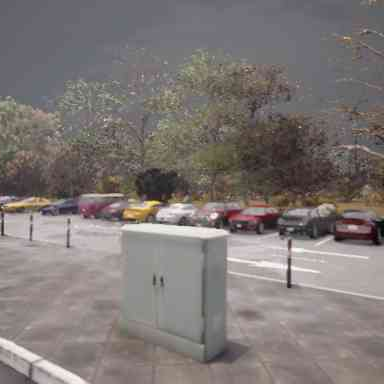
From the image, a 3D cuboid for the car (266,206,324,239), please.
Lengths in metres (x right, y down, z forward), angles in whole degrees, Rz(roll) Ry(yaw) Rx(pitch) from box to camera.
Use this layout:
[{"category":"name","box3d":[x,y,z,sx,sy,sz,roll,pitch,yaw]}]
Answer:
[{"category":"car","box3d":[6.223,1.570,18.291,2.231,1.521,4.892,1,0,35]}]

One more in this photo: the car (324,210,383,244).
[{"category":"car","box3d":[8.503,1.627,16.711,2.163,1.488,4.792,1,0,35]}]

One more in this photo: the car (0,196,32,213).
[{"category":"car","box3d":[-16.495,1.293,34.237,1.946,1.575,5.366,1,0,35]}]

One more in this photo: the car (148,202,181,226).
[{"category":"car","box3d":[-0.559,1.525,23.122,2.002,1.452,4.674,1,0,35]}]

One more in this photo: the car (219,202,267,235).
[{"category":"car","box3d":[3.969,1.540,19.910,2.097,1.535,5.008,1,0,35]}]

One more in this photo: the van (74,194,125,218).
[{"category":"van","box3d":[-7.273,1.177,28.045,1.878,1.987,4.442,1,0,35]}]

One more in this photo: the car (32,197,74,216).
[{"category":"car","box3d":[-11.881,1.379,31.146,2.163,1.488,4.792,1,0,35]}]

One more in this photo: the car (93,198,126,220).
[{"category":"car","box3d":[-5.083,1.470,26.340,2.002,1.452,4.674,1,0,35]}]

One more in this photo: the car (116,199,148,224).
[{"category":"car","box3d":[-2.821,1.457,24.728,2.097,1.535,5.008,1,0,35]}]

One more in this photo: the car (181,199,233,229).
[{"category":"car","box3d":[1.723,1.387,21.539,2.185,1.767,4.553,1,0,35]}]
